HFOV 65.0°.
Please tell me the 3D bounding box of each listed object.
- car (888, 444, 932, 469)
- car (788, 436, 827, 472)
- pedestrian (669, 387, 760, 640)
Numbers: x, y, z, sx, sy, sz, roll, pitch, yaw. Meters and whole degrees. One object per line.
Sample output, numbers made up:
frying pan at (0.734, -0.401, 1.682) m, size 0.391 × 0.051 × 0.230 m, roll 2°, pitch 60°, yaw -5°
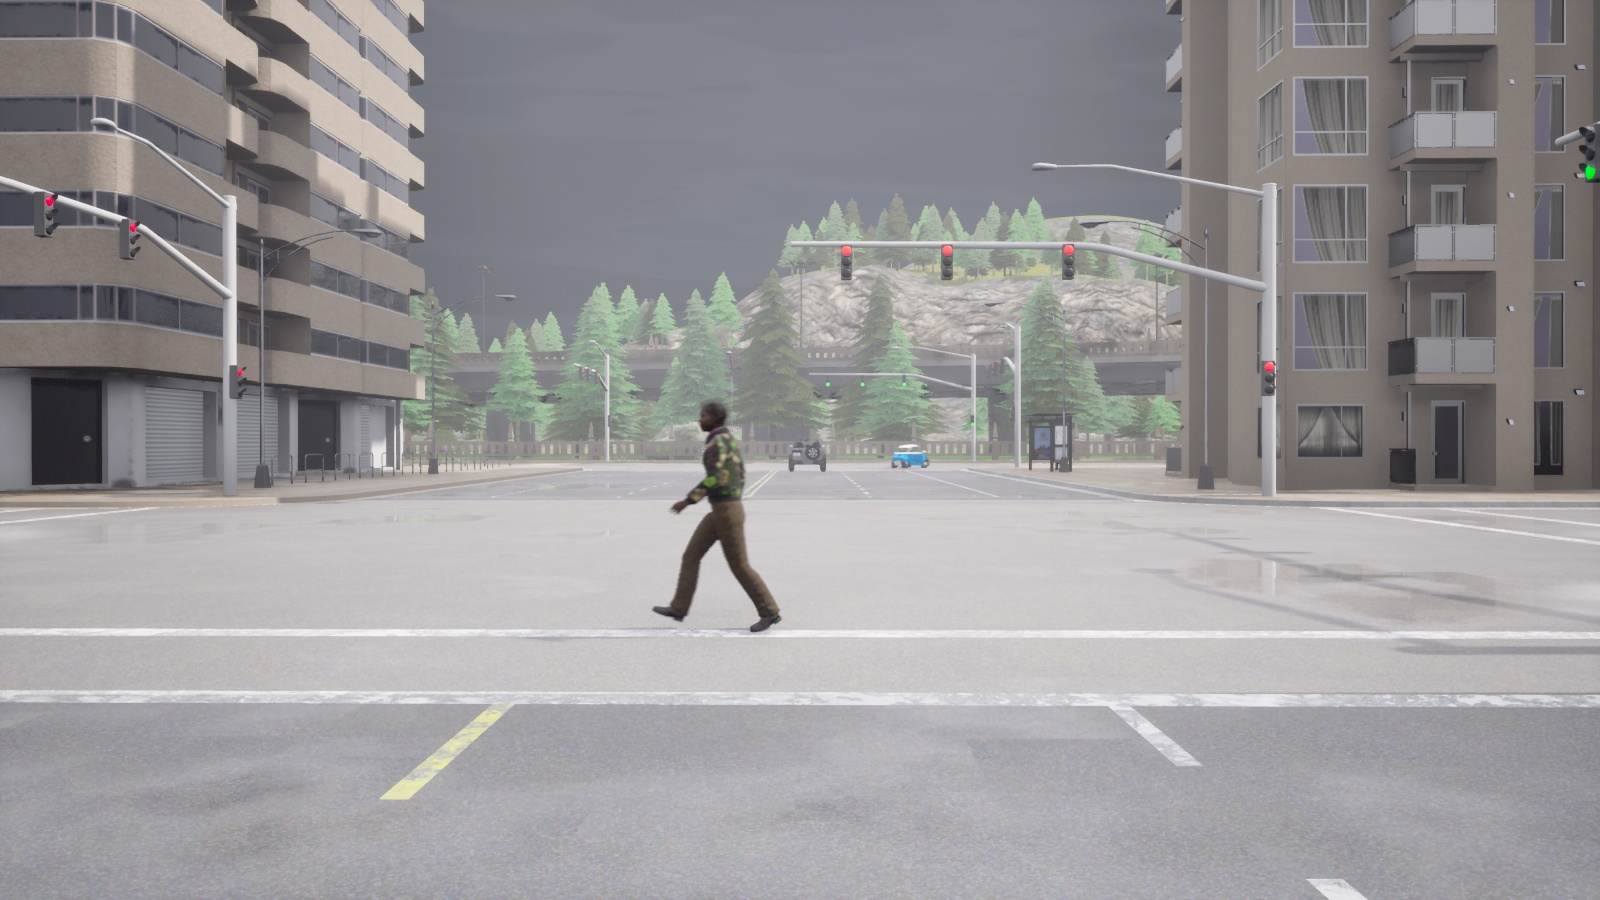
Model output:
car at (6.307, 0.387, 72.031) m, size 1.481 × 1.376 × 2.207 m, roll -1°, pitch 0°, yaw 43°
car at (0.378, 0.191, 65.978) m, size 1.932 × 1.855 × 4.605 m, roll 0°, pitch 0°, yaw 0°
pedestrian at (-0.658, 0.484, 9.807) m, size 0.692 × 1.930 × 0.395 m, roll 0°, pitch 0°, yaw -2°
